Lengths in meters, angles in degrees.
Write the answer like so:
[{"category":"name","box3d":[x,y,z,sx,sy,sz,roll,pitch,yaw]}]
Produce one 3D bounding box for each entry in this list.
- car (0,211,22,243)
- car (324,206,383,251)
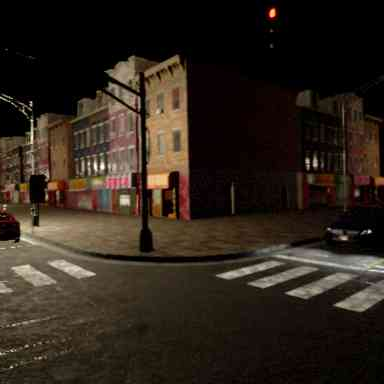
[{"category":"car","box3d":[-8.985,1.506,14.817,1.887,1.381,4.507,-1,0,-41]},{"category":"car","box3d":[7.012,1.292,13.106,4.674,1.442,1.812,-1,0,-42]}]
